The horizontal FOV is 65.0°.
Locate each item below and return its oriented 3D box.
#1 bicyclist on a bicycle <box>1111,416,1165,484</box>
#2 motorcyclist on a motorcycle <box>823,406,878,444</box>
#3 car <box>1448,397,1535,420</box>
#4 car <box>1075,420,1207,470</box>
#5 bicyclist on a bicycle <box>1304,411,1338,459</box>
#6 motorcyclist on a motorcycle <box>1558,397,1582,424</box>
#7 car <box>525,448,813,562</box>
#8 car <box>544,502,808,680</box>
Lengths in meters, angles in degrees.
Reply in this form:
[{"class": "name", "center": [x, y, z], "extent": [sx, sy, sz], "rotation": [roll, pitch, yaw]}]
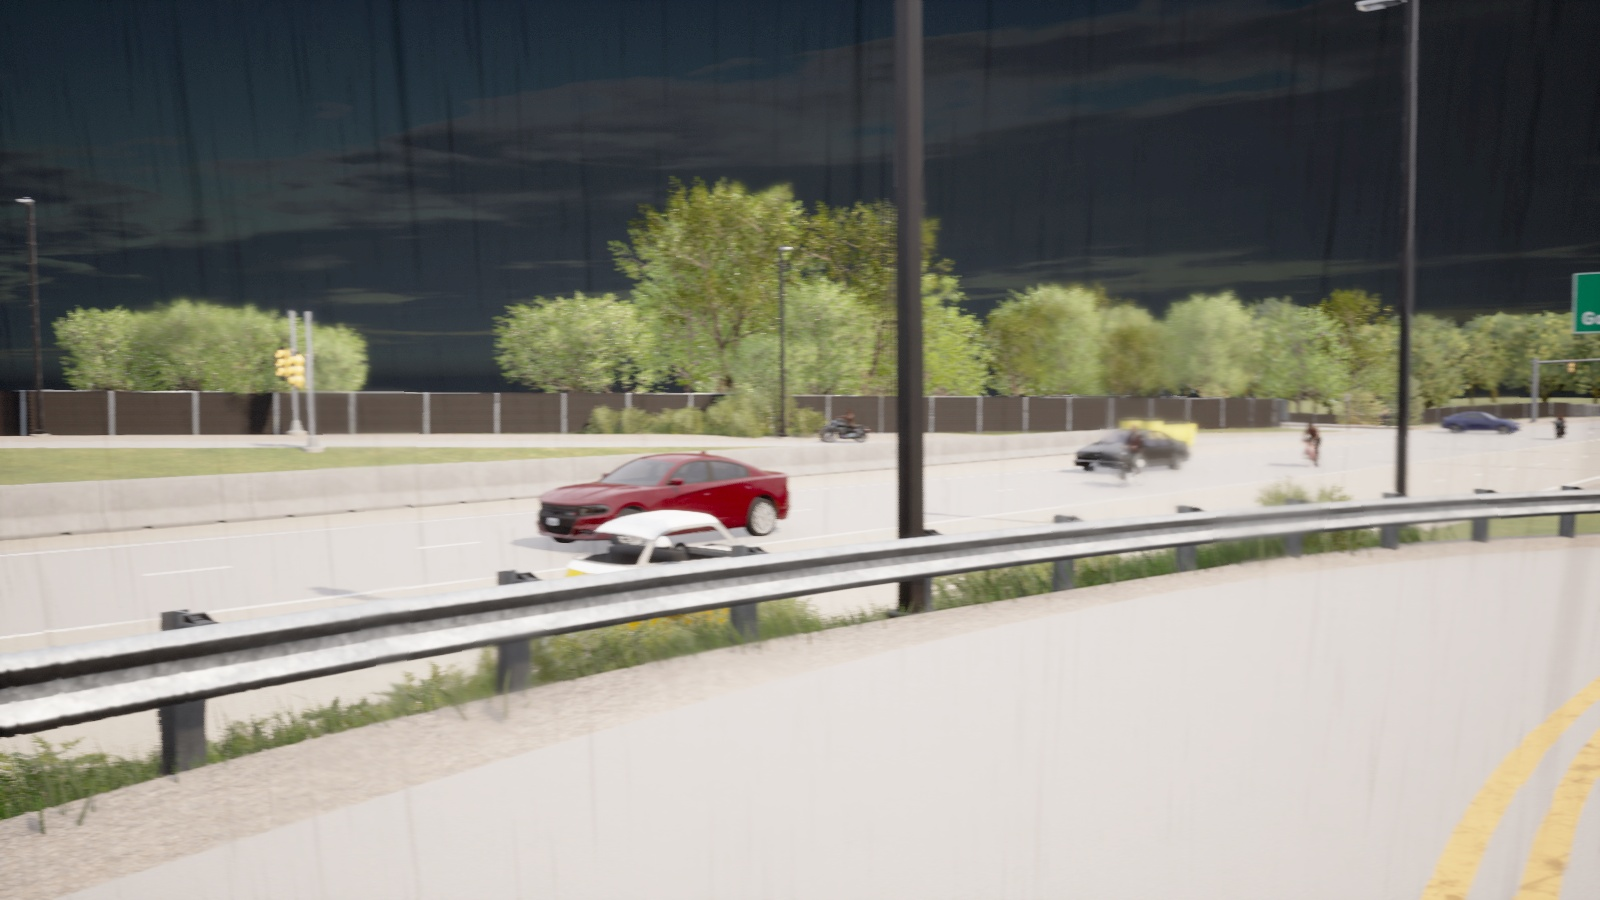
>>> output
[{"class": "bicyclist on a bicycle", "center": [9.292, -0.015, 34.475], "extent": [0.659, 1.776, 1.843], "rotation": [1, 3, 43]}, {"class": "motorcyclist on a motorcycle", "center": [2.292, -1.132, 56.778], "extent": [2.350, 1.649, 0.766], "rotation": [-2, 3, -23]}, {"class": "car", "center": [45.295, -2.697, 82.314], "extent": [4.674, 1.442, 1.812], "rotation": [2, 4, 42]}, {"class": "car", "center": [11.480, -0.225, 42.028], "extent": [2.033, 1.411, 5.357], "rotation": [1, 4, 43]}, {"class": "bicyclist on a bicycle", "center": [18.410, -0.547, 44.391], "extent": [0.582, 1.620, 1.656], "rotation": [1, 4, 43]}, {"class": "motorcyclist on a motorcycle", "center": [44.709, -2.293, 72.911], "extent": [0.797, 1.523, 2.044], "rotation": [1, 3, 41]}, {"class": "car", "center": [-2.155, 0.857, 22.033], "extent": [1.882, 1.535, 5.008], "rotation": [1, 4, 43]}, {"class": "car", "center": [-1.220, 1.338, 12.712], "extent": [1.481, 1.376, 2.207], "rotation": [1, 4, 43]}]
